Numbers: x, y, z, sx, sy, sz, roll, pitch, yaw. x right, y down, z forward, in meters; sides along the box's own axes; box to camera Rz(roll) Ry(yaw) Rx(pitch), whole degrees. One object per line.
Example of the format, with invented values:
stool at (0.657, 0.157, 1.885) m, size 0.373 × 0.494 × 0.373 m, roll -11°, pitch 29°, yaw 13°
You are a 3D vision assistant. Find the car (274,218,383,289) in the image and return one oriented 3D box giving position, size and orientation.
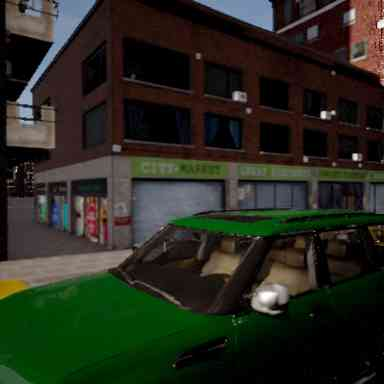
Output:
car at (4.761, 1.626, 9.965) m, size 4.829 × 1.417 × 1.752 m, roll 1°, pitch -1°, yaw -35°

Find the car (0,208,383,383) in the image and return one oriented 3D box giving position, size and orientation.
car at (0.602, 1.250, 3.808) m, size 5.566 × 2.045 × 2.150 m, roll 1°, pitch -1°, yaw -36°

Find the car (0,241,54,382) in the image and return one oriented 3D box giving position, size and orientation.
car at (-4.238, 1.508, 3.556) m, size 4.829 × 1.417 × 1.752 m, roll 1°, pitch -1°, yaw -35°

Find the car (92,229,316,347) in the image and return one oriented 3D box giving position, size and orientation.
car at (0.400, 1.609, 6.858) m, size 4.313 × 1.339 × 1.947 m, roll 1°, pitch -1°, yaw -35°
